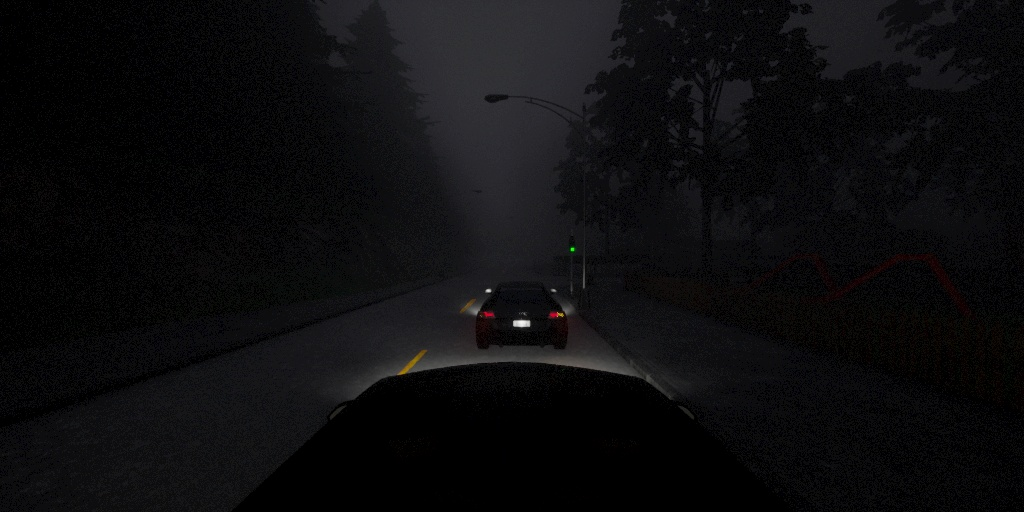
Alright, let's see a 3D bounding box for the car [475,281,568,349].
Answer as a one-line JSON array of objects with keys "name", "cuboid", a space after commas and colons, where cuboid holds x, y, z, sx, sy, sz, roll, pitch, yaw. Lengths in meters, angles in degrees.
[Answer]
[{"name": "car", "cuboid": [0.228, 1.314, 9.141, 1.994, 1.385, 4.181, 0, 0, 1]}]
